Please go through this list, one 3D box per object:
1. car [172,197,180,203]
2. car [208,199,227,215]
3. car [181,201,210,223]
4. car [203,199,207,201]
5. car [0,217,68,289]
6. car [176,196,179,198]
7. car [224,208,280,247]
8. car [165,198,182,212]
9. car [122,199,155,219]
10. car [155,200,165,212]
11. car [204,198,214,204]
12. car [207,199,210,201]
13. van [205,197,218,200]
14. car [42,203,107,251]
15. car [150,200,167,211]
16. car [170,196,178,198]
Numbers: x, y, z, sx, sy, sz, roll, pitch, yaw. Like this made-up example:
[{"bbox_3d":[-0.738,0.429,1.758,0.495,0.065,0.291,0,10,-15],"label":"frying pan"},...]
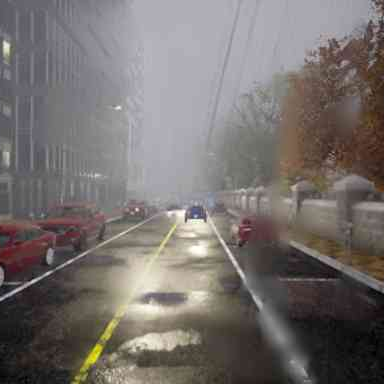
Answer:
[{"bbox_3d":[-4.177,2.177,87.776,1.752,1.417,4.829,0,0,1],"label":"car"},{"bbox_3d":[3.093,1.830,37.939,1.887,1.381,4.507,0,0,1],"label":"car"},{"bbox_3d":[0.316,1.736,27.865,1.812,1.442,4.674,0,-1,1],"label":"car"},{"bbox_3d":[0.522,1.906,40.668,1.895,1.301,4.718,0,0,1],"label":"car"},{"bbox_3d":[-5.289,1.614,9.130,1.887,1.381,4.507,0,0,0],"label":"car"},{"bbox_3d":[-4.287,1.887,76.665,2.192,1.841,5.009,0,0,1],"label":"car"},{"bbox_3d":[2.777,1.661,15.379,1.887,1.381,4.507,0,0,1],"label":"car"},{"bbox_3d":[-2.308,1.897,44.446,1.994,1.385,4.181,0,0,2],"label":"car"},{"bbox_3d":[-5.193,1.552,31.633,2.192,1.841,5.009,0,0,1],"label":"car"},{"bbox_3d":[-4.978,1.872,42.874,2.008,1.369,4.403,0,0,1],"label":"car"},{"bbox_3d":[3.892,2.128,77.293,2.008,1.369,4.403,0,0,1],"label":"car"},{"bbox_3d":[3.210,1.894,43.578,1.947,1.339,4.313,0,0,1],"label":"car"},{"bbox_3d":[3.480,1.753,54.826,1.690,1.788,3.998,0,0,1],"label":"van"},{"bbox_3d":[-5.253,1.426,14.757,2.192,1.841,5.009,0,0,0],"label":"car"},{"bbox_3d":[-4.846,1.914,48.494,2.008,1.369,4.403,0,0,1],"label":"car"},{"bbox_3d":[-4.464,2.040,65.385,2.008,1.369,4.403,0,0,1],"label":"car"}]
